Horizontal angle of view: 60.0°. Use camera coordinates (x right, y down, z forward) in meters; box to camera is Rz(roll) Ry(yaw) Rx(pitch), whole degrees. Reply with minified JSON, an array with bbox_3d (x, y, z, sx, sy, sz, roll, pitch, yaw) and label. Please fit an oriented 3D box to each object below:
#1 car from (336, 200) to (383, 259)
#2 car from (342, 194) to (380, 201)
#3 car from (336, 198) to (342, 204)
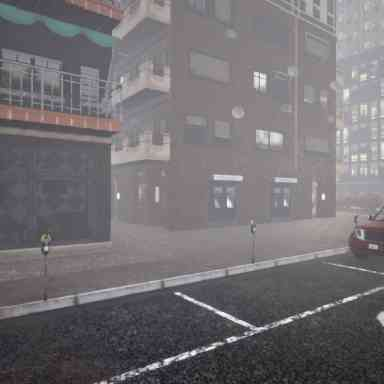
[{"bbox_3d":[7.472,1.319,11.405,5.009,1.841,2.192,0,0,-35],"label":"car"},{"bbox_3d":[19.322,1.115,38.937,2.192,1.841,5.009,1,0,-36],"label":"car"},{"bbox_3d":[12.708,1.335,34.185,1.802,1.307,4.206,1,0,-36],"label":"car"}]
